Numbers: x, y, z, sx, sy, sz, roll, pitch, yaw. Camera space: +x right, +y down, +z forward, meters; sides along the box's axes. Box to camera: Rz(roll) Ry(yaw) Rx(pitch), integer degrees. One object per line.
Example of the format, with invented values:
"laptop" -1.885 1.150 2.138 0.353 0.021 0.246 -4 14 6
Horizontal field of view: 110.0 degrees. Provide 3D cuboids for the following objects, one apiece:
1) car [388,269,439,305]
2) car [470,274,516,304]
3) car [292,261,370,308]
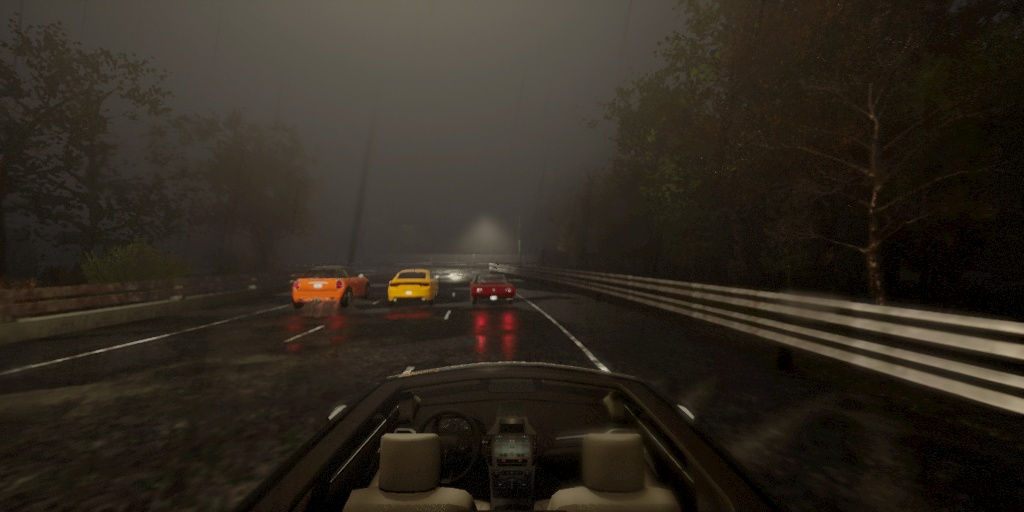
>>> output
"car" -4.595 1.375 17.224 1.882 1.535 5.008 0 0 -8
"car" -1.073 1.498 17.333 1.895 1.301 4.718 0 -1 -8
"car" -8.005 1.240 16.358 2.097 1.767 4.553 0 -1 -8
